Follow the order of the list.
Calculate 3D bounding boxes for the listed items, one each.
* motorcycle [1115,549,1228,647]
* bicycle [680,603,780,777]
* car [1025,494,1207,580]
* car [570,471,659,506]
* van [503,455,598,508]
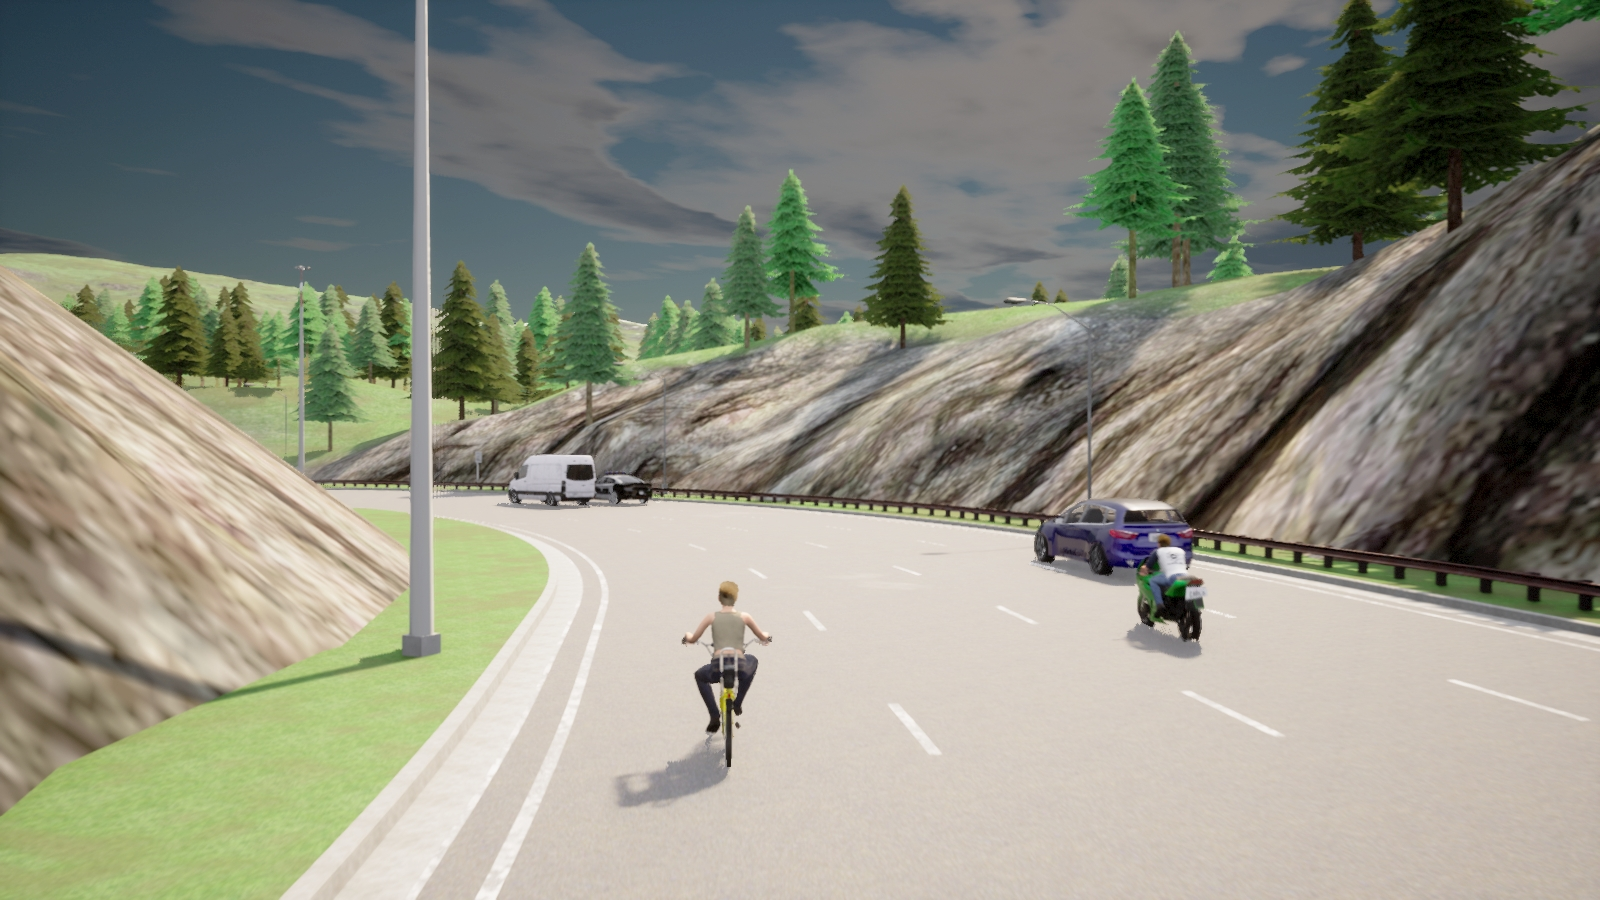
[{"bbox_3d":[5.556,2.185,17.245,0.803,1.199,2.033,-1,0,-8],"label":"motorcycle"},{"bbox_3d":[-0.667,2.158,10.553,0.859,1.276,1.487,0,0,-5],"label":"bicycle"},{"bbox_3d":[7.336,1.967,27.086,2.242,1.667,4.611,0,0,-13],"label":"car"},{"bbox_3d":[-9.790,1.984,59.966,2.097,1.638,5.238,0,0,-42],"label":"car"},{"bbox_3d":[-12.796,1.537,58.408,1.988,2.561,5.915,1,-1,-43],"label":"van"}]
